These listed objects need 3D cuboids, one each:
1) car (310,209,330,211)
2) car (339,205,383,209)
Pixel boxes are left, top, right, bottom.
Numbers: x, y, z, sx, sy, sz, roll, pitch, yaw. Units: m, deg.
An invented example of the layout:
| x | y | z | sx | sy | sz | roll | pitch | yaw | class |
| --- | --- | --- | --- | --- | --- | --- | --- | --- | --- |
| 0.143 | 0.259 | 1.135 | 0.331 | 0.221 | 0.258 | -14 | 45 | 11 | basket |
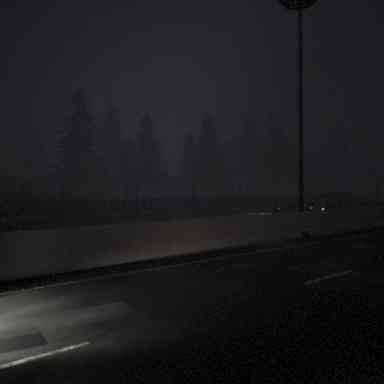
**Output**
| x | y | z | sx | sy | sz | roll | pitch | yaw | class |
| --- | --- | --- | --- | --- | --- | --- | --- | --- | --- |
| 12.479 | 0.973 | 30.087 | 5.566 | 2.045 | 2.150 | -1 | 0 | -35 | car |
| 13.798 | 1.307 | 26.732 | 5.357 | 1.411 | 2.033 | -1 | 0 | -35 | car |
